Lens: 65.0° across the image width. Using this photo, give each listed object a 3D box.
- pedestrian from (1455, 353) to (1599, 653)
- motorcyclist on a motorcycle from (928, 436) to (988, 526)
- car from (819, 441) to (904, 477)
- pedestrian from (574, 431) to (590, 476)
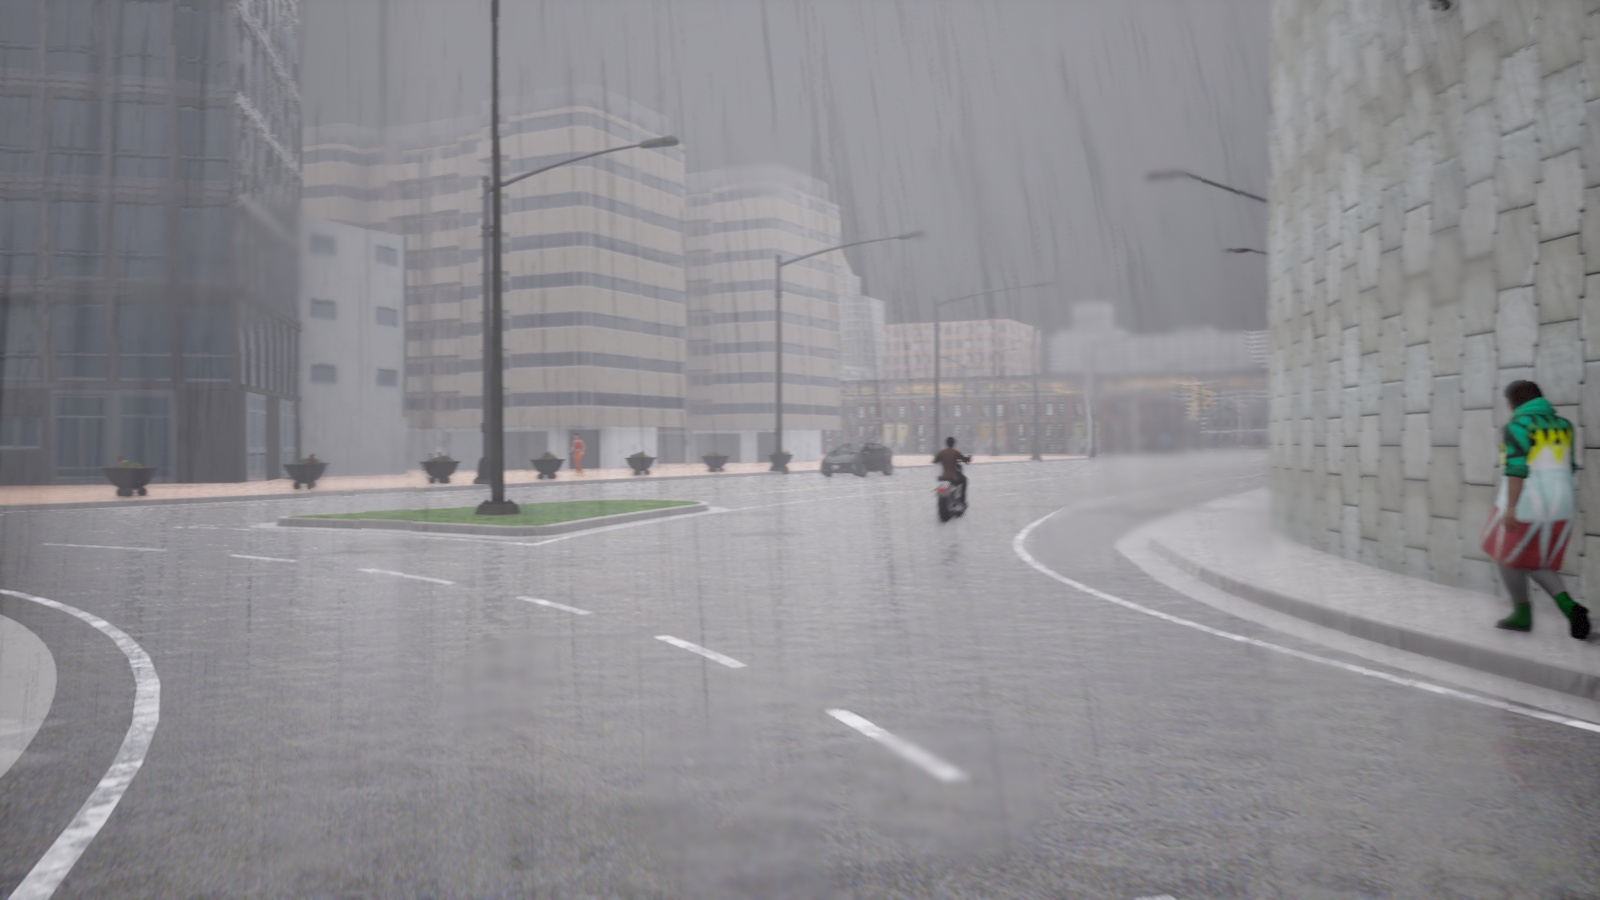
[{"bbox_3d":[5.138,0.345,8.681,0.659,1.952,0.873,0,0,-16],"label":"pedestrian"},{"bbox_3d":[3.066,0.555,24.205,0.766,1.649,2.350,0,0,17],"label":"motorcyclist on a motorcycle"},{"bbox_3d":[2.768,0.376,55.263,2.007,1.525,4.514,0,0,28],"label":"car"},{"bbox_3d":[-9.018,0.149,52.047,0.345,1.836,0.594,0,0,29],"label":"pedestrian"}]
